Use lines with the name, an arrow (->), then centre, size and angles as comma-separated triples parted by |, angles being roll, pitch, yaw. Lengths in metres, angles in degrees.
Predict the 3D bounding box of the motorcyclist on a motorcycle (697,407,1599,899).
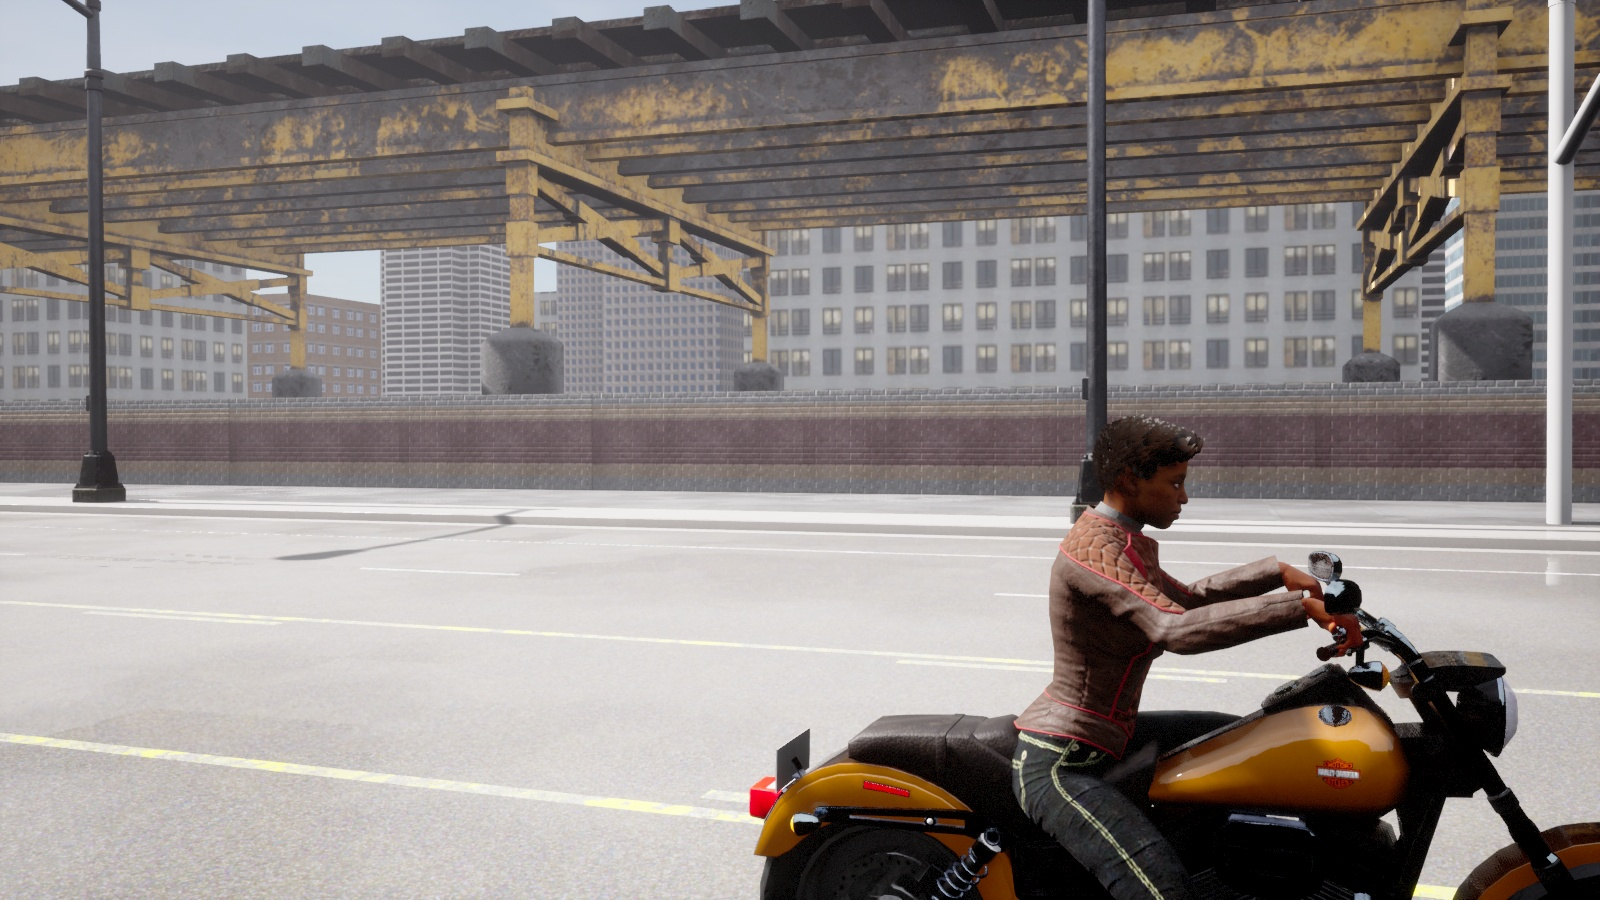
motorcyclist on a motorcycle -> 0.997, 0.734, 2.890 | 2.350, 1.649, 0.766 | 1, 1, 20
